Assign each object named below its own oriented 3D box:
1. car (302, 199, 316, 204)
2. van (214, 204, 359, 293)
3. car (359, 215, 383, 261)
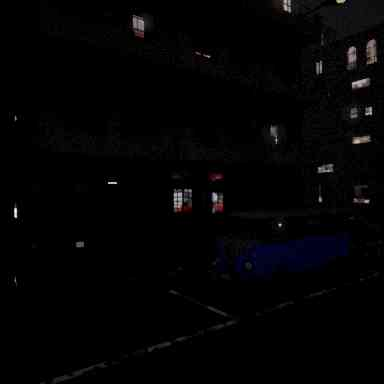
[{"bbox_3d":[10.616,1.420,32.342,2.128,1.511,4.902,-1,1,-37],"label":"car"},{"bbox_3d":[2.392,1.338,8.546,3.998,1.788,1.690,0,-1,-37],"label":"van"},{"bbox_3d":[6.823,1.546,11.936,4.403,1.369,2.008,0,-1,-37],"label":"car"}]
